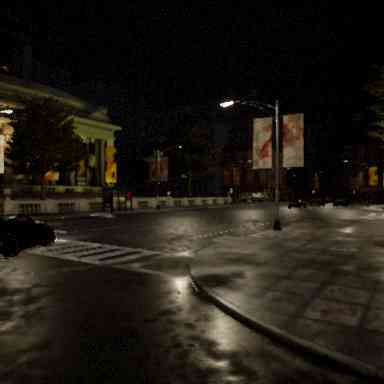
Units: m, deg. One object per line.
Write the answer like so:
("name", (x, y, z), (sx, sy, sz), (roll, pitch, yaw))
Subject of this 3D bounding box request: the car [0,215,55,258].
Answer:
("car", (-6.997, 1.576, 12.840), (1.994, 1.385, 4.181), (0, 0, 1))

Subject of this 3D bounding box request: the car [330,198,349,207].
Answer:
("car", (26.577, 1.946, 59.320), (1.994, 1.385, 4.181), (0, 0, 36))

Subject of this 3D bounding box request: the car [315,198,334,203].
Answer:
("car", (33.477, 2.111, 84.070), (4.718, 1.301, 1.895), (0, 0, -27))

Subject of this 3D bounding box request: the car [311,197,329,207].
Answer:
("car", (22.410, 1.851, 59.502), (2.128, 1.511, 4.902), (0, 0, 35))

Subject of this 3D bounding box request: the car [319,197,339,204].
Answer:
("car", (33.021, 2.038, 80.077), (5.357, 1.411, 2.033), (0, 0, -35))

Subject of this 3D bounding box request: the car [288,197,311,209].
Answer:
("car", (15.808, 1.790, 49.730), (1.837, 1.490, 4.892), (0, 0, 34))
